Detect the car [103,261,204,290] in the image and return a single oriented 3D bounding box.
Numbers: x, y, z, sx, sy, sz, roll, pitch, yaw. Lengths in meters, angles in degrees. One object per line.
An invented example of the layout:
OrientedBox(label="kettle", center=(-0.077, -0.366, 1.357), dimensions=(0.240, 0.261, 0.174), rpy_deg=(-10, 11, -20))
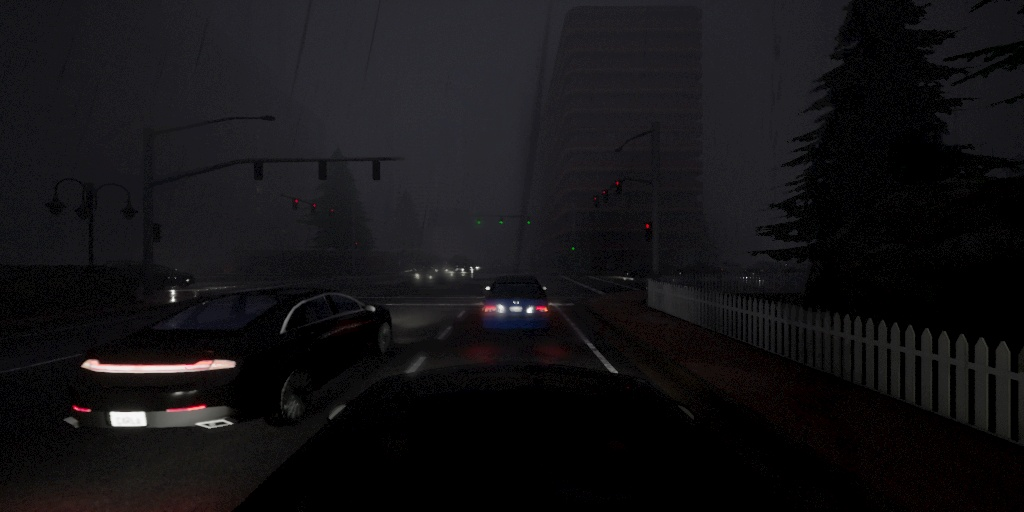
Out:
OrientedBox(label="car", center=(-21.715, 1.201, 21.295), dimensions=(4.892, 1.490, 1.837), rpy_deg=(0, 0, 0))

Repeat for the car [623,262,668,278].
OrientedBox(label="car", center=(13.154, 1.245, 33.373), dimensions=(5.357, 1.411, 2.033), rpy_deg=(0, 0, -13))

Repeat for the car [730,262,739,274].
OrientedBox(label="car", center=(22.055, 1.299, 36.936), dimensions=(4.718, 1.301, 1.895), rpy_deg=(0, 0, -30))

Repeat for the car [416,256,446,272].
OrientedBox(label="car", center=(-10.530, 0.976, 45.942), dimensions=(2.150, 2.045, 5.566), rpy_deg=(0, 0, 2))

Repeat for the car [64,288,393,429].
OrientedBox(label="car", center=(-3.426, 1.243, 5.636), dimensions=(2.128, 1.511, 4.902), rpy_deg=(0, 0, 0))

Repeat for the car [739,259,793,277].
OrientedBox(label="car", center=(24.368, 1.245, 34.224), dimensions=(5.357, 1.411, 2.033), rpy_deg=(0, 0, -31))

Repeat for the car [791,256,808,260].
OrientedBox(label="car", center=(32.357, 0.920, 40.551), dimensions=(2.150, 2.045, 5.566), rpy_deg=(0, 0, 43))

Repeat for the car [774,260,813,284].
OrientedBox(label="car", center=(20.677, 1.222, 24.608), dimensions=(4.674, 1.442, 1.812), rpy_deg=(0, 0, -20))

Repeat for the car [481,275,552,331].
OrientedBox(label="car", center=(0.125, 1.299, 10.957), dimensions=(2.033, 1.411, 5.357), rpy_deg=(0, 0, 1))

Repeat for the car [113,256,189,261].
OrientedBox(label="car", center=(-25.722, 1.049, 24.771), dimensions=(4.553, 1.767, 2.097), rpy_deg=(0, 0, 0))

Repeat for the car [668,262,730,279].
OrientedBox(label="car", center=(15.888, 1.262, 30.548), dimensions=(4.181, 1.385, 1.994), rpy_deg=(0, 0, -20))

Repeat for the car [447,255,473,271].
OrientedBox(label="car", center=(-7.059, 0.976, 49.102), dimensions=(2.150, 2.045, 5.566), rpy_deg=(0, 0, 0))

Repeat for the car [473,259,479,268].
OrientedBox(label="car", center=(-7.026, 1.261, 58.913), dimensions=(1.837, 1.490, 4.892), rpy_deg=(0, 0, 0))
